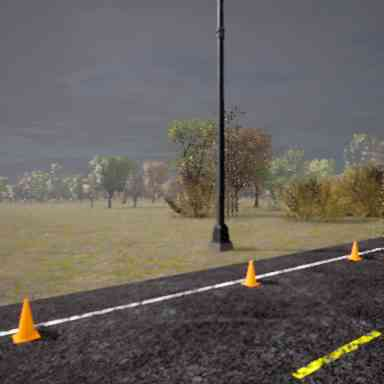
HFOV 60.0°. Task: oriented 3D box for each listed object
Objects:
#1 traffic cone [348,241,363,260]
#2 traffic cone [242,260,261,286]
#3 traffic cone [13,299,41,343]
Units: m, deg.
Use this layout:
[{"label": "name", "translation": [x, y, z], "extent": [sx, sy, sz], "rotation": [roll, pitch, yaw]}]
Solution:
[{"label": "traffic cone", "translation": [5.425, 1.929, 11.056], "extent": [0.340, 0.580, 0.340], "rotation": [0, 0, -37]}, {"label": "traffic cone", "translation": [1.446, 1.944, 8.088], "extent": [0.340, 0.580, 0.340], "rotation": [0, 0, -36]}, {"label": "traffic cone", "translation": [-2.567, 1.959, 5.165], "extent": [0.340, 0.580, 0.340], "rotation": [0, 0, -36]}]
